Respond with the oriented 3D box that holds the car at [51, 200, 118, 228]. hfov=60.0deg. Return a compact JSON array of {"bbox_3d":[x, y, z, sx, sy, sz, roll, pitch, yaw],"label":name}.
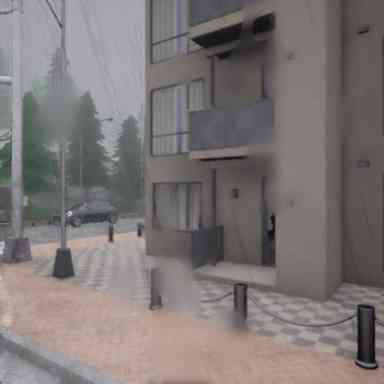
[{"bbox_3d":[-7.376,1.403,23.056,2.097,1.767,4.553,0,0,35],"label":"car"}]
